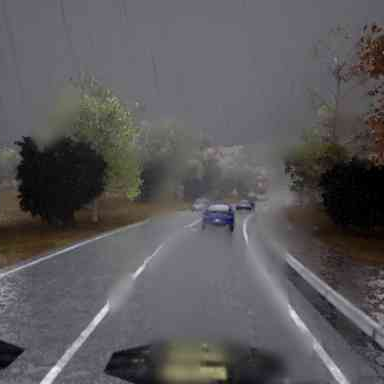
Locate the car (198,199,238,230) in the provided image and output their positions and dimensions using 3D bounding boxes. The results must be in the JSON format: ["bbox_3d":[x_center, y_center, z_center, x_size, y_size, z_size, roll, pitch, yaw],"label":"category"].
[{"bbox_3d":[1.800,1.464,21.385,1.882,1.535,5.008,1,0,8],"label":"car"}]

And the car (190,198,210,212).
[{"bbox_3d":[1.199,1.409,36.217,2.128,1.511,4.902,1,0,16],"label":"car"}]

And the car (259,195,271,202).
[{"bbox_3d":[16.282,1.485,74.102,1.837,1.490,4.892,2,1,24],"label":"car"}]

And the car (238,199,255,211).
[{"bbox_3d":[6.854,1.587,42.189,1.994,1.385,4.181,2,0,18],"label":"car"}]
